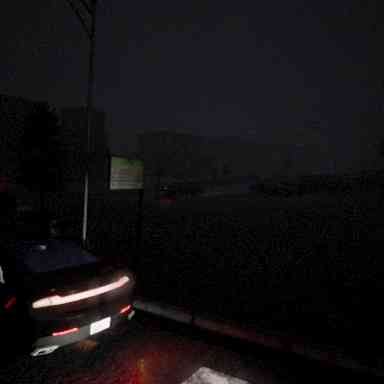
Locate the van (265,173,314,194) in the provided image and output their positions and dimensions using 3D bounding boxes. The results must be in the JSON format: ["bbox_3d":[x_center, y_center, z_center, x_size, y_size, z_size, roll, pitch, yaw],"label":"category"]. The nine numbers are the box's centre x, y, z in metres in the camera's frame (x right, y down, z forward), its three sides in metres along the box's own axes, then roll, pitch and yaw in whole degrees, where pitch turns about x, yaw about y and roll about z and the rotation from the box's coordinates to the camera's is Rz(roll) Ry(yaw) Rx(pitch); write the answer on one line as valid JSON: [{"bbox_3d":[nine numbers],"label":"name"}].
[{"bbox_3d":[11.292,-0.788,38.558,4.442,1.987,1.878,4,7,31],"label":"van"}]

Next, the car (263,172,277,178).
[{"bbox_3d":[12.484,-2.790,61.844,5.366,1.575,1.946,2,5,30],"label":"car"}]

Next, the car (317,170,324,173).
[{"bbox_3d":[25.787,-3.928,73.236,5.008,1.535,2.097,2,6,30],"label":"car"}]

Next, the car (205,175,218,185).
[{"bbox_3d":[1.130,-1.961,52.406,4.553,1.767,2.185,2,6,29],"label":"car"}]

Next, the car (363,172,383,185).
[{"bbox_3d":[27.622,-1.866,51.708,4.792,1.488,2.163,4,7,31],"label":"car"}]

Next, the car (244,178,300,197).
[{"bbox_3d":[8.842,-0.381,36.785,5.008,1.535,2.097,4,7,31],"label":"car"}]

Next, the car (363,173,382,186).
[{"bbox_3d":[25.265,-1.704,49.825,4.892,1.521,2.231,4,7,31],"label":"car"}]

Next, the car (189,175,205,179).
[{"bbox_3d":[-1.109,-1.615,50.518,4.792,1.488,2.163,2,5,29],"label":"car"}]

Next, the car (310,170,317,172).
[{"bbox_3d":[23.539,-3.738,71.353,4.892,1.521,2.231,2,6,30],"label":"car"}]

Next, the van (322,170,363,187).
[{"bbox_3d":[20.678,-1.544,46.005,4.442,1.987,1.878,4,7,31],"label":"van"}]

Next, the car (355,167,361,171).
[{"bbox_3d":[39.133,-4.978,84.574,5.366,1.575,1.946,2,5,30],"label":"car"}]

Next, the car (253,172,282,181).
[{"bbox_3d":[14.557,-2.982,63.832,5.008,1.535,2.097,2,5,30],"label":"car"}]

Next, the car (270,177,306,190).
[{"bbox_3d":[13.106,-1.228,45.786,1.812,1.442,4.674,-4,6,-34],"label":"car"}]

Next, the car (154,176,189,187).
[{"bbox_3d":[-3.378,-1.414,48.624,4.674,1.452,2.002,2,5,29],"label":"car"}]

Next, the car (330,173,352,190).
[{"bbox_3d":[18.204,-1.263,44.225,4.553,1.767,2.185,4,7,31],"label":"car"}]

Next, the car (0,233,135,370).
[{"bbox_3d":[-3.141,1.472,5.682,4.902,1.511,2.128,1,0,36],"label":"car"}]

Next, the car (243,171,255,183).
[{"bbox_3d":[7.837,-2.412,58.154,5.008,1.535,2.097,2,5,30],"label":"car"}]

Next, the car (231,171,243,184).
[{"bbox_3d":[5.618,-2.344,56.216,4.553,1.767,2.185,2,6,30],"label":"car"}]

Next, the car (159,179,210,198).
[{"bbox_3d":[-0.838,-0.294,36.368,4.902,1.511,2.128,-5,7,-40],"label":"car"}]

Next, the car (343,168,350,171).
[{"bbox_3d":[34.788,-4.645,80.735,5.008,1.535,2.097,2,5,30],"label":"car"}]

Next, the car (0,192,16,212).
[{"bbox_3d":[-12.991,0.458,20.978,2.097,1.767,4.553,3,2,-3],"label":"car"}]

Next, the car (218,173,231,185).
[{"bbox_3d":[3.324,-2.000,54.355,4.792,1.488,2.163,2,6,30],"label":"car"}]

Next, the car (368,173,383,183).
[{"bbox_3d":[32.259,-2.282,55.522,4.892,1.521,2.231,4,7,30],"label":"car"}]

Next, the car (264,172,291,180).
[{"bbox_3d":[16.829,-3.141,65.700,4.792,1.488,2.163,2,5,30],"label":"car"}]

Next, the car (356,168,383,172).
[{"bbox_3d":[29.959,-2.338,53.575,5.566,2.045,2.435,4,7,30],"label":"car"}]

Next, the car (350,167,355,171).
[{"bbox_3d":[37.032,-4.809,82.615,5.008,1.535,2.097,2,5,30],"label":"car"}]

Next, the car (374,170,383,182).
[{"bbox_3d":[34.596,-2.725,57.393,5.566,2.045,2.435,4,7,30],"label":"car"}]

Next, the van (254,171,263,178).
[{"bbox_3d":[9.977,-2.830,60.085,4.442,1.987,1.878,2,6,30],"label":"van"}]

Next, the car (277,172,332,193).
[{"bbox_3d":[13.509,-1.009,40.484,5.566,2.045,2.435,4,7,31],"label":"car"}]
